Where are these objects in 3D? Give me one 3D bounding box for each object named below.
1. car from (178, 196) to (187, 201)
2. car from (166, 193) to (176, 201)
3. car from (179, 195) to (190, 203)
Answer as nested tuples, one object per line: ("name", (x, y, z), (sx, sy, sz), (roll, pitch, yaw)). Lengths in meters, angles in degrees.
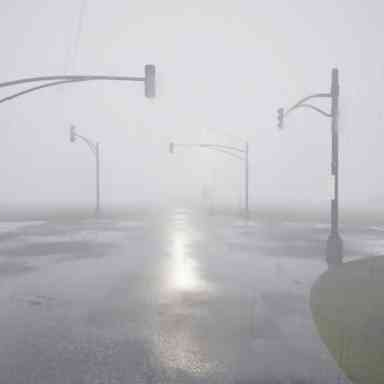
("car", (-2.234, 1.559, 79.963), (1.895, 1.301, 4.718), (0, 0, -4))
("car", (-4.617, 1.013, 73.981), (2.097, 1.767, 4.553), (0, 0, -3))
("car", (-1.630, 1.384, 69.889), (2.097, 1.767, 4.553), (0, 0, -3))
